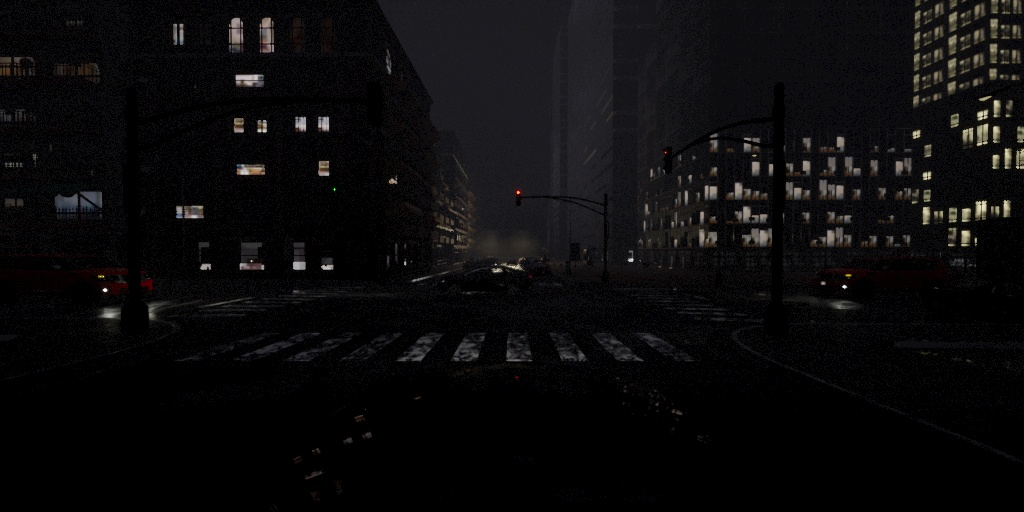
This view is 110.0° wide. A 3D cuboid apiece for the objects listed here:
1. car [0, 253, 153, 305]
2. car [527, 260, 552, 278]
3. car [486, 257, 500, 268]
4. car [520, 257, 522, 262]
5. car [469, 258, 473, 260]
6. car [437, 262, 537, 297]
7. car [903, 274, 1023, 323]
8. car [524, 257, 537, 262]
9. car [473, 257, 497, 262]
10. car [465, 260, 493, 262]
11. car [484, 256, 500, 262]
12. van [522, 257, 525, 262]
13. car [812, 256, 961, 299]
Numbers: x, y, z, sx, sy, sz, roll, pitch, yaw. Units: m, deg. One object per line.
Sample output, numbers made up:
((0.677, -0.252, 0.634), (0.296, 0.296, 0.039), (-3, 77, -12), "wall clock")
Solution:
((-18.851, 0.911, 15.342), (5.566, 2.045, 2.150), (0, 1, 1), "car")
((2.632, 1.272, 32.477), (1.888, 1.381, 4.507), (0, 0, 0), "car")
((-3.107, 1.037, 60.698), (2.097, 1.767, 4.553), (0, 0, 0), "car")
((2.614, 1.240, 55.061), (1.888, 1.381, 4.507), (0, 0, 0), "car")
((-5.729, 1.270, 49.375), (1.948, 1.339, 4.313), (0, 0, 0), "car")
((-1.334, 1.233, 18.342), (4.902, 1.511, 2.128), (0, 0, 1), "car")
((16.706, 1.445, 12.181), (4.403, 1.370, 2.007), (0, 0, 1), "car")
((2.628, 1.159, 38.123), (1.967, 1.591, 4.097), (0, 0, 0), "car")
((-3.129, 1.220, 41.554), (1.837, 1.490, 4.892), (0, 0, 0), "car")
((-3.115, 1.290, 32.816), (1.994, 1.385, 4.181), (0, 0, 0), "car")
((-3.124, 1.054, 50.791), (2.097, 1.767, 4.553), (0, 0, 0), "car")
((2.619, 1.045, 49.415), (1.690, 1.789, 3.998), (0, 0, 0), "van")
((18.485, 1.032, 18.063), (5.566, 2.045, 2.150), (0, 1, 1), "car")
